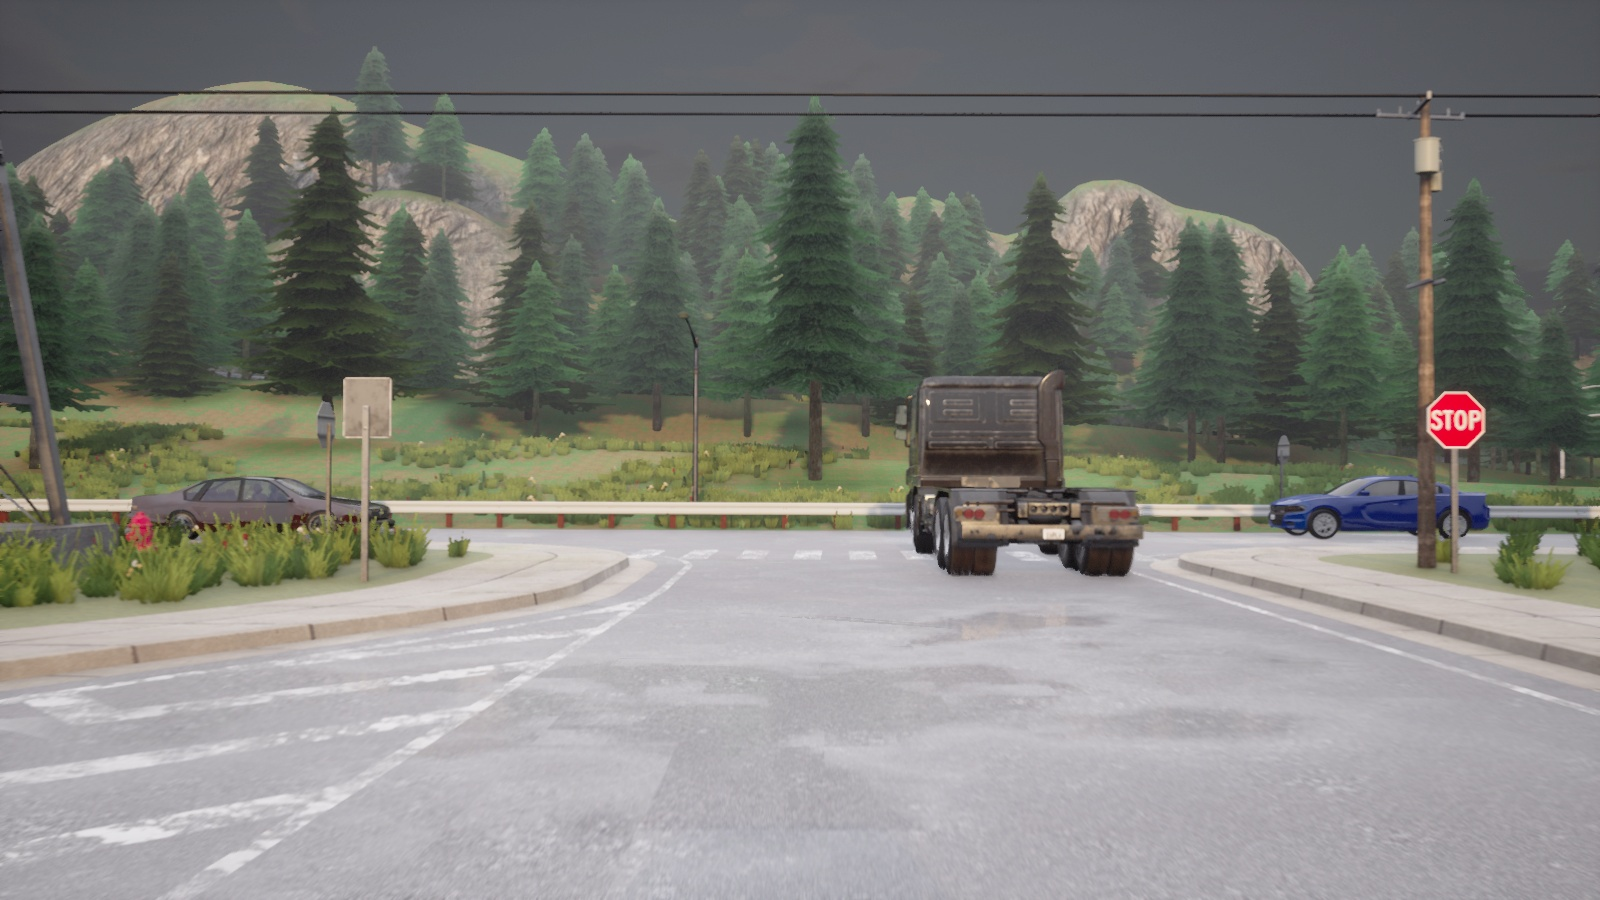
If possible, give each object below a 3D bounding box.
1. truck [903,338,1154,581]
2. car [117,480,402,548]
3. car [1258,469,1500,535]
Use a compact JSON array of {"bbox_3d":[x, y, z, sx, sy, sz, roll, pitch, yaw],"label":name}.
[{"bbox_3d":[3.578,0.186,21.884,2.891,3.462,7.936,0,-1,0],"label":"truck"},{"bbox_3d":[-11.714,1.369,27.457,5.357,1.411,2.033,0,-1,1],"label":"car"},{"bbox_3d":[14.003,1.248,30.568,5.008,1.535,1.882,0,-1,1],"label":"car"}]
